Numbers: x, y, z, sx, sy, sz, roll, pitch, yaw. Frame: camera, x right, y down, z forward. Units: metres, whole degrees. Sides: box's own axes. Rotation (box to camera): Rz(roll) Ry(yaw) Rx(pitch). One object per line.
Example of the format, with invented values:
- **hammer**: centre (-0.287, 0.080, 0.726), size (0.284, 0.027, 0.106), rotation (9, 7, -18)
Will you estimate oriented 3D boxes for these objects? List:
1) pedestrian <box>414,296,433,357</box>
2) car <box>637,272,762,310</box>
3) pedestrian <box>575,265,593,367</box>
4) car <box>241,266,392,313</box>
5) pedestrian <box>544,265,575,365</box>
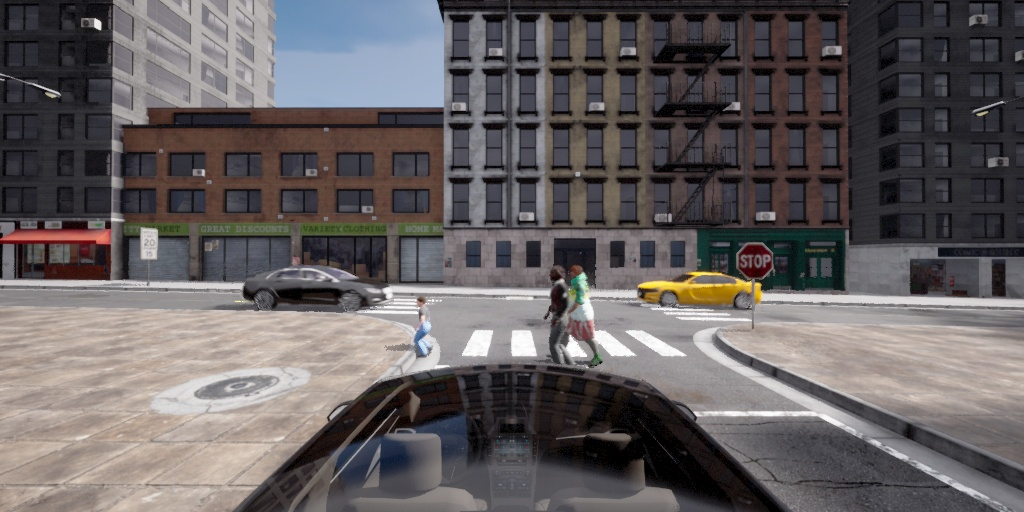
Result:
- **pedestrian**: centre (-1.694, 1.324, 7.120), size (0.375, 1.300, 0.375), rotation (0, 0, 0)
- **car**: centre (8.106, 1.445, 15.701), size (5.008, 1.535, 1.882), rotation (1, 0, 0)
- **pedestrian**: centre (1.201, 1.044, 6.528), size (0.375, 1.860, 0.375), rotation (0, 0, 0)
- **car**: centre (-6.829, 1.120, 12.800), size (4.902, 1.511, 2.128), rotation (1, 0, 0)
- **pedestrian**: centre (0.778, 1.044, 5.903), size (0.375, 1.860, 0.375), rotation (0, 0, 0)
